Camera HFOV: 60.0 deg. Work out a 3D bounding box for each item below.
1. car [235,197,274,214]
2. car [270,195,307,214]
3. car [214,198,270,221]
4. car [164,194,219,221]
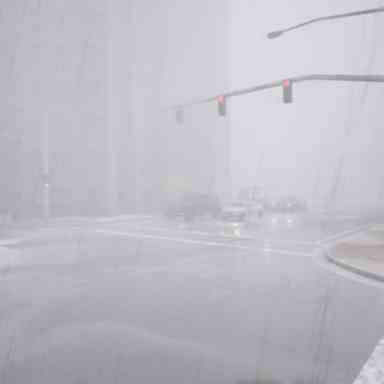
[{"bbox_3d":[6.623,1.373,34.852,1.837,1.490,4.892,-1,0,40],"label":"car"},{"bbox_3d":[9.720,1.187,33.092,2.097,1.767,4.553,-1,0,40],"label":"car"},{"bbox_3d":[4.038,1.438,26.362,1.812,1.442,4.674,-1,0,40],"label":"car"},{"bbox_3d":[0.192,1.179,27.268,2.150,2.045,5.566,-1,0,40],"label":"car"}]
